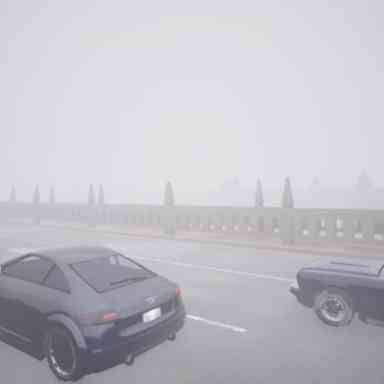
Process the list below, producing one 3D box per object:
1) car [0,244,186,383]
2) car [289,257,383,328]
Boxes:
[{"bbox_3d":[-2.157,1.591,5.528,4.181,1.385,1.994,0,0,35],"label":"car"},{"bbox_3d":[4.111,1.599,5.358,4.718,1.301,1.895,0,0,35],"label":"car"}]
